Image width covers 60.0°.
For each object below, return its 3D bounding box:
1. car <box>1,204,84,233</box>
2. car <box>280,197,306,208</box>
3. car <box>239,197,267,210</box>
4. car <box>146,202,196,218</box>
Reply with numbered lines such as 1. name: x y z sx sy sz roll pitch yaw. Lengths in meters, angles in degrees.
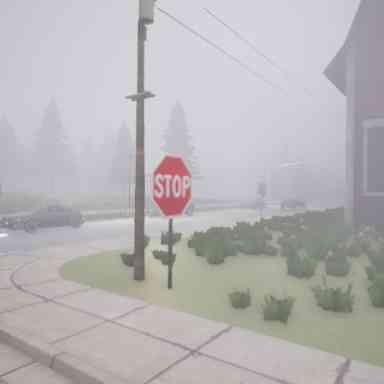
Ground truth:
1. car: -8.113 1.376 18.374 1.994 1.385 4.181 1 0 37
2. car: 11.987 1.363 39.301 1.837 1.490 4.892 1 0 37
3. car: 7.221 1.344 39.043 1.812 1.442 4.674 1 1 37
4. car: -1.657 1.307 27.088 2.128 1.511 4.902 1 0 36
